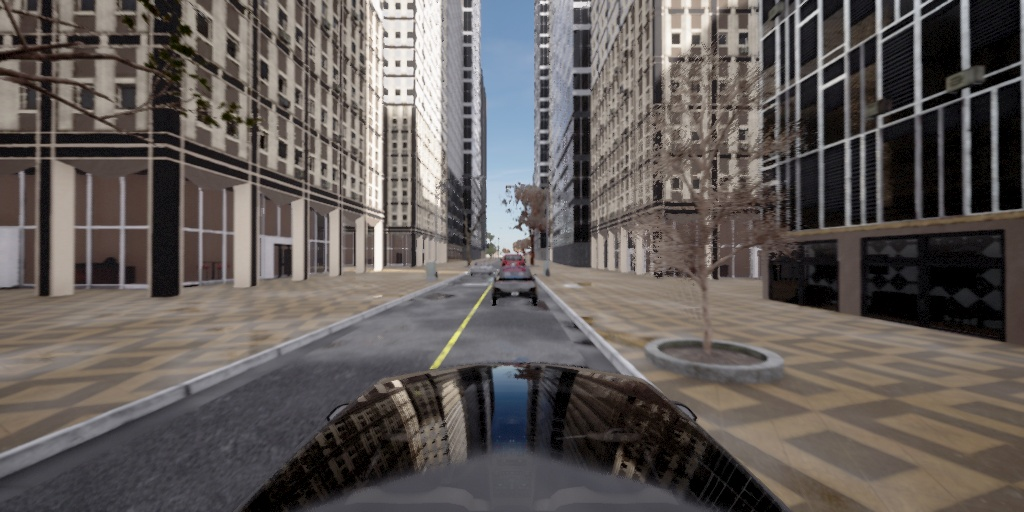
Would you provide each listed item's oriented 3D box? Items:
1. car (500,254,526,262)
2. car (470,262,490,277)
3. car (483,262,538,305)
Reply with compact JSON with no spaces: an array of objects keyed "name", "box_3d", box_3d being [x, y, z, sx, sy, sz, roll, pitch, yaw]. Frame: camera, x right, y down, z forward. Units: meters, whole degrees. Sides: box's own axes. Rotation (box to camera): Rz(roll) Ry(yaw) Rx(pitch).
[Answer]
[{"name":"car","box_3d":[0.110,0.828,32.923,2.150,2.045,5.566,0,0,0]},{"name":"car","box_3d":[-2.830,1.204,33.875,1.895,1.301,4.718,0,0,0]},{"name":"car","box_3d":[0.106,1.179,15.663,2.128,1.511,4.902,0,0,0]}]
